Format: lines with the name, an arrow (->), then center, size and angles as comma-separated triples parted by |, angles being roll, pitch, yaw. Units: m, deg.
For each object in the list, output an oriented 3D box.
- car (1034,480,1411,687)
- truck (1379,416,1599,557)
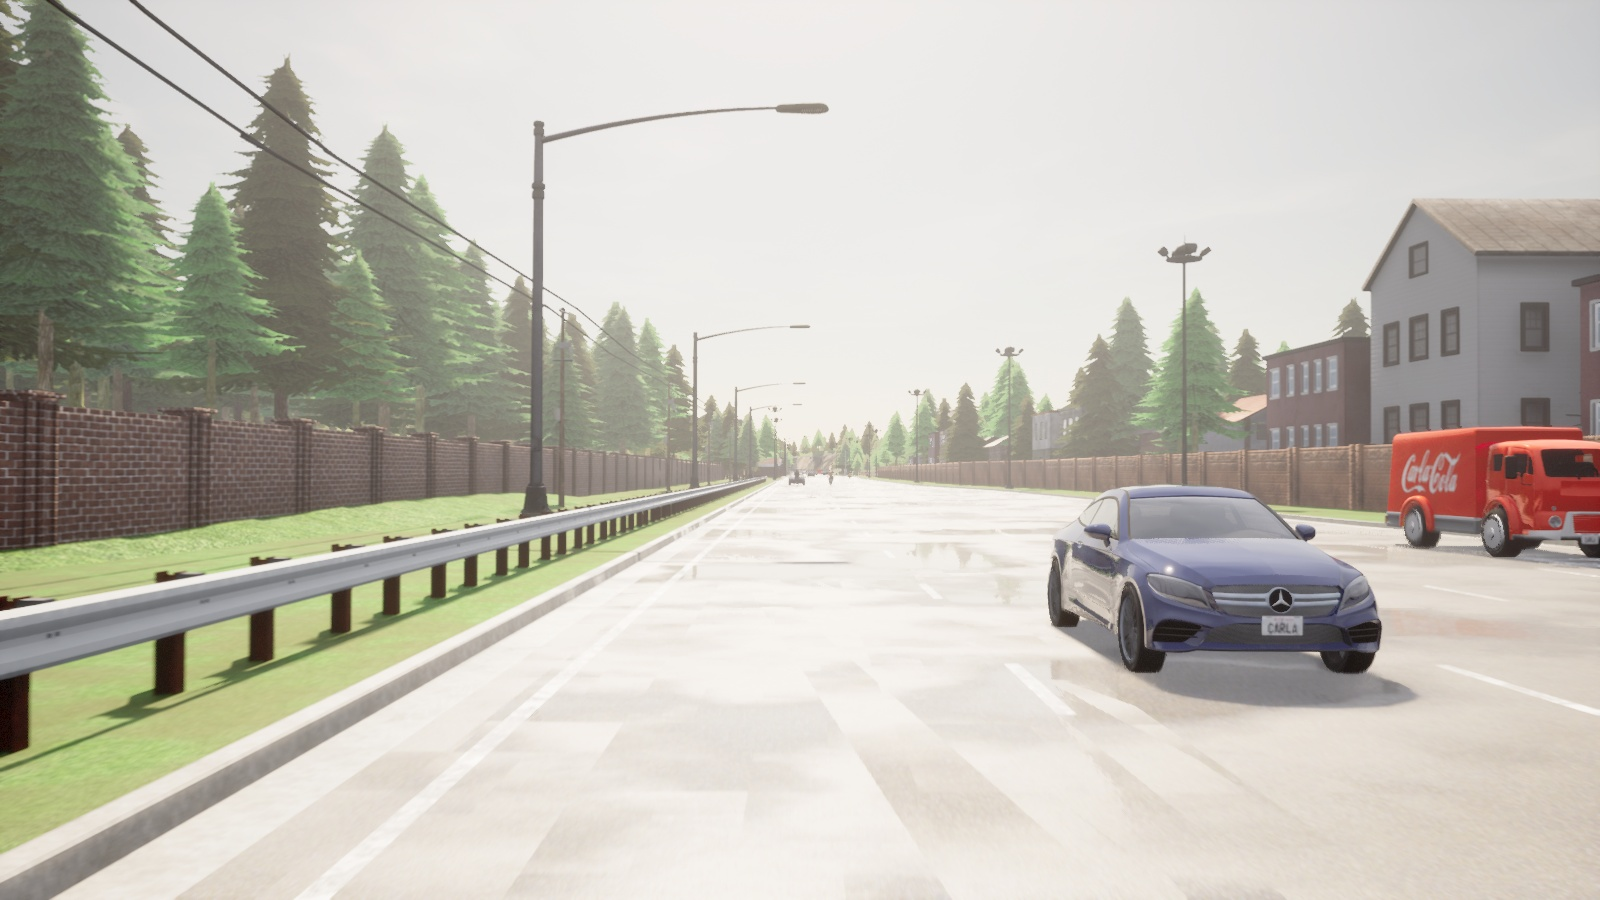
car -> 3.473, 1.017, 11.361 | 1.812, 1.442, 4.674 | 0, -1, 0
truck -> 13.939, 0.688, 24.742 | 2.627, 2.467, 5.204 | 0, -1, 0
